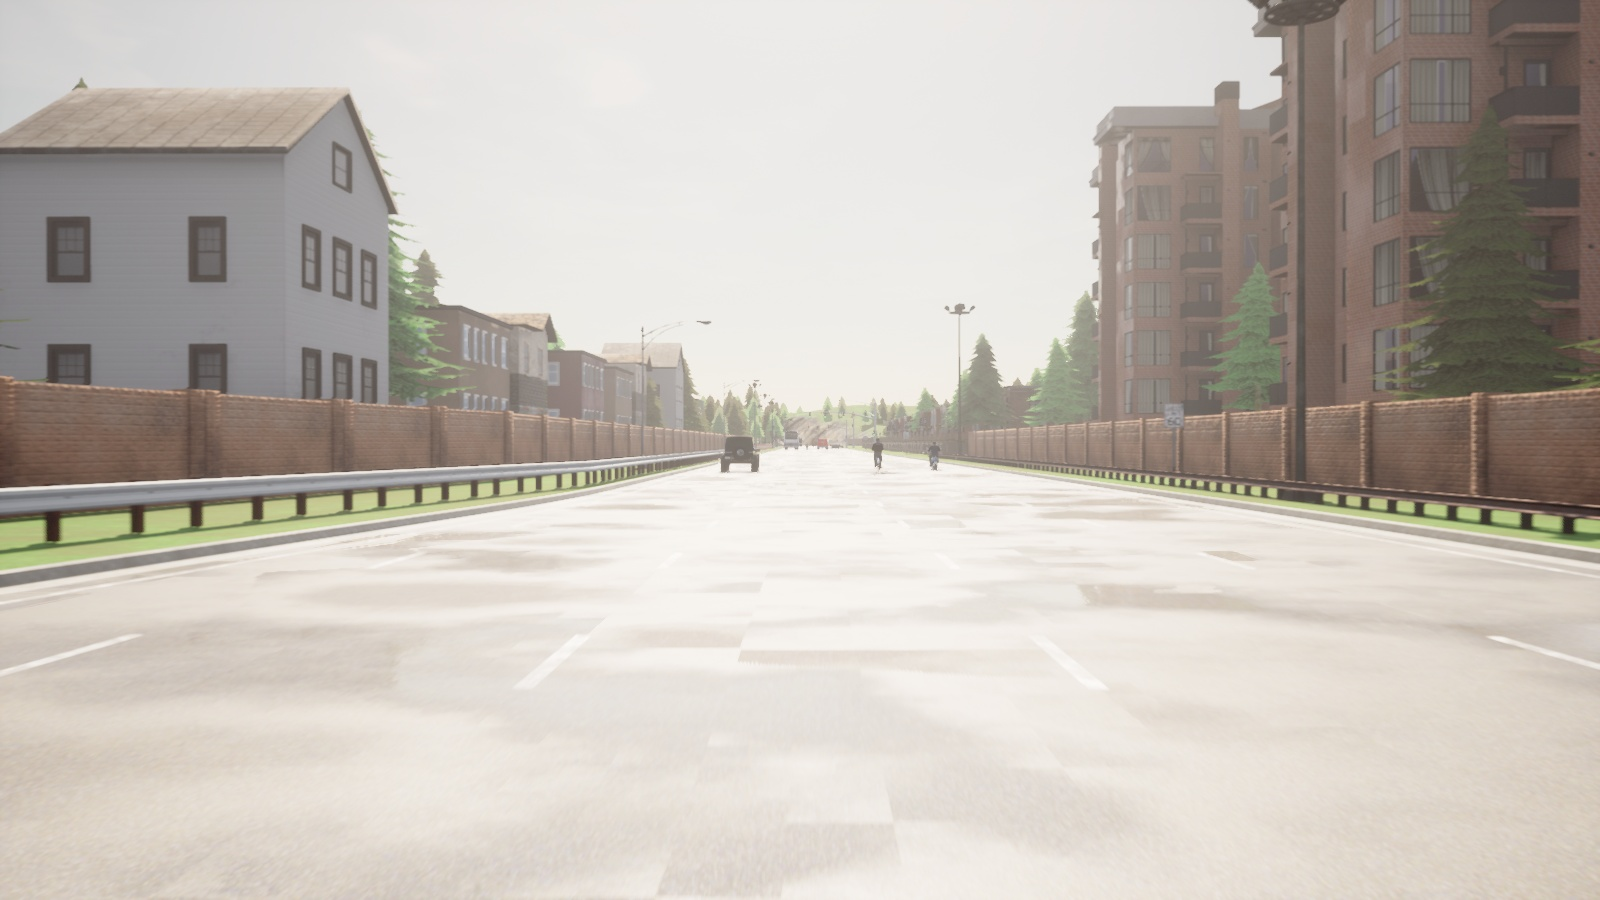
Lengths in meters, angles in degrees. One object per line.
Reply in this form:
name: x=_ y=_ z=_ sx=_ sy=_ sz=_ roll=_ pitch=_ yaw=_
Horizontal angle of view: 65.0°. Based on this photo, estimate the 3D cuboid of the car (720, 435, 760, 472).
car: x=-3.111 y=0.170 z=65.695 sx=1.905 sy=1.878 sz=3.866 roll=0 pitch=0 yaw=0
